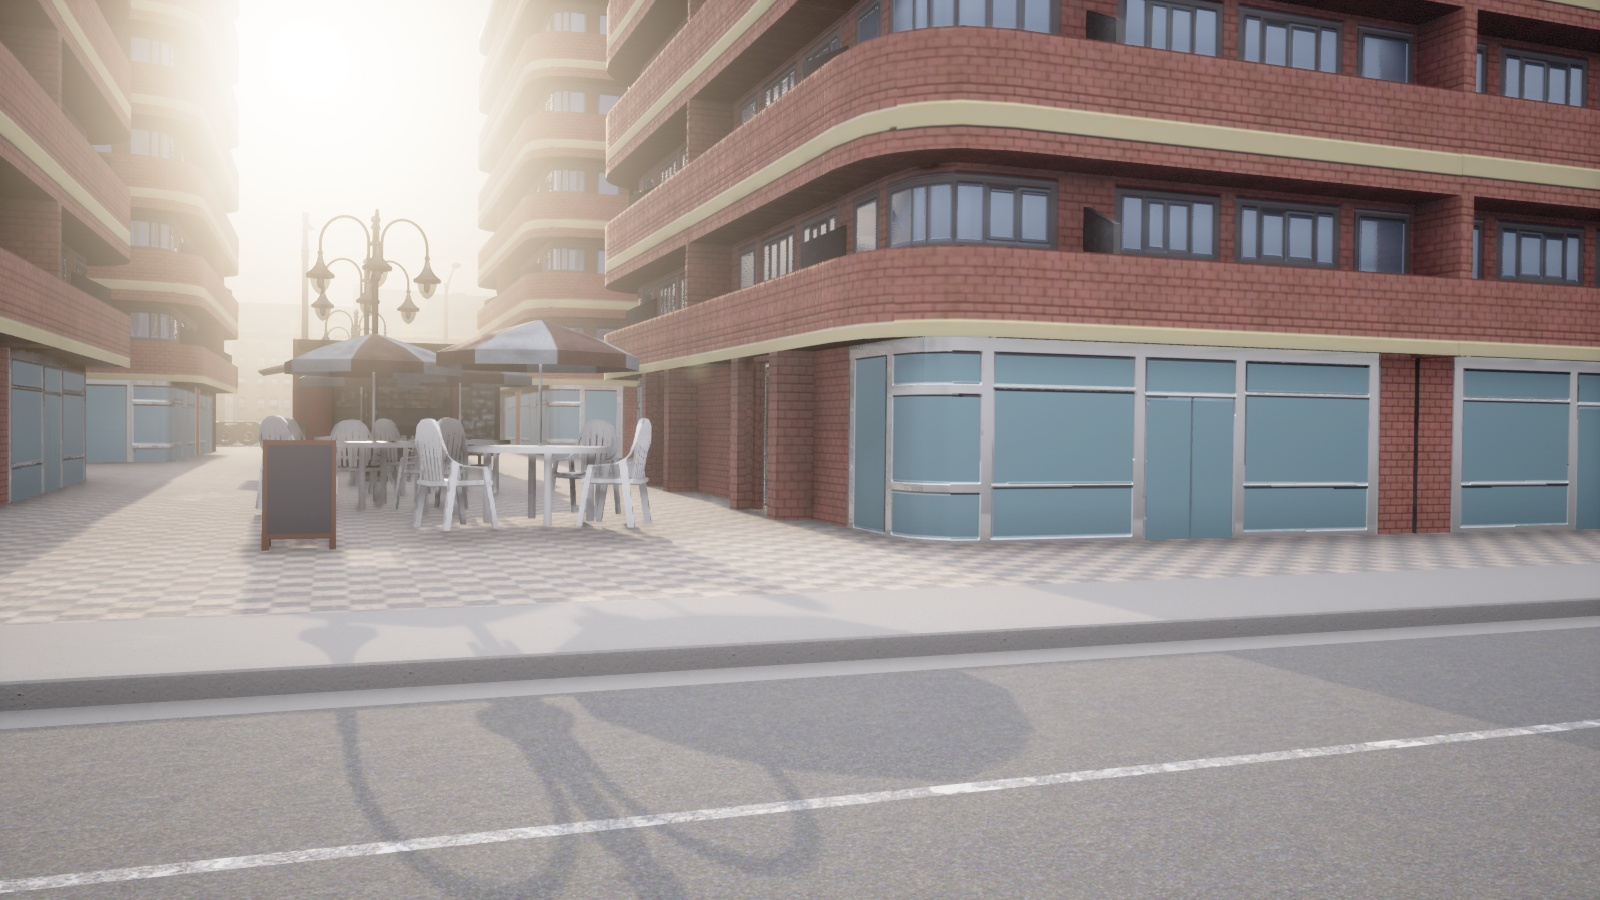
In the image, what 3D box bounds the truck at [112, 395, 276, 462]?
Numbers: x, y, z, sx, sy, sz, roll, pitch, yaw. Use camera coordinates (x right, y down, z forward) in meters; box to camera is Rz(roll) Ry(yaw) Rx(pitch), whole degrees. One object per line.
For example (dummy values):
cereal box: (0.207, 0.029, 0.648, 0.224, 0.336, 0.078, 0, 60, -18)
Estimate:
truck: (-33.851, -1.240, 70.483, 7.936, 3.462, 2.891, -2, 1, -21)
